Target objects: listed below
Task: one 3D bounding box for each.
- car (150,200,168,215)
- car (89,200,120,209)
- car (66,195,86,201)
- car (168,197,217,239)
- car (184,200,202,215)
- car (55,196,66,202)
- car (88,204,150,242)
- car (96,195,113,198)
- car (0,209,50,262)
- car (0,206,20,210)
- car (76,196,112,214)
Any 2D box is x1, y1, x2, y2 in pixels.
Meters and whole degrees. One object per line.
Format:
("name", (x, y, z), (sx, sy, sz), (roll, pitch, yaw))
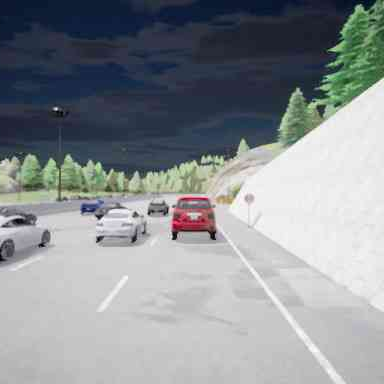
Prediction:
("car", (-3.407, 1.565, 34.240), (2.128, 1.511, 4.902), (0, 0, 0))
("car", (-6.906, 1.609, 28.809), (2.033, 1.411, 5.357), (0, 0, 0))
("car", (-28.015, 1.527, 80.397), (2.097, 1.767, 4.553), (0, 0, 0))
("car", (0.096, 1.260, 17.779), (2.150, 2.045, 5.566), (0, 0, 0))
("car", (0.093, 1.602, 35.300), (1.812, 1.442, 4.674), (0, 0, 0))
("car", (-31.515, 1.696, 80.366), (1.812, 1.442, 4.674), (0, 0, 0))
("car", (-3.404, 1.561, 16.446), (1.812, 1.442, 4.674), (0, 0, 0))
("car", (-21.015, 1.650, 80.368), (1.882, 1.535, 5.008), (0, 0, 0))
("car", (-6.905, 1.552, 12.147), (1.812, 1.442, 4.674), (0, 0, 0))
("car", (-10.404, 1.531, 18.449), (2.128, 1.511, 4.902), (0, 0, 0))
("car", (-10.407, 1.554, 35.818), (1.882, 1.535, 5.008), (0, 0, 0))
